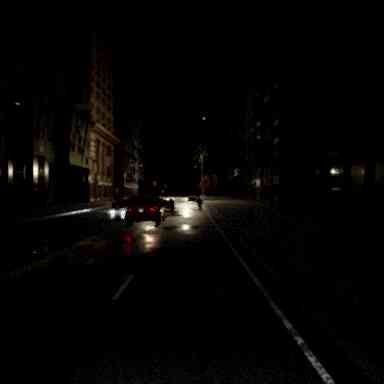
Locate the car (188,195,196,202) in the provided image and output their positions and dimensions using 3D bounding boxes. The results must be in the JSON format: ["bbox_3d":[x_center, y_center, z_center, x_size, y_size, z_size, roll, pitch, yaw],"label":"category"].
[{"bbox_3d":[0.015,1.437,73.199,1.837,1.490,4.892,0,0,0],"label":"car"}]

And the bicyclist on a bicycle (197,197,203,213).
[{"bbox_3d":[0.902,1.448,36.136,0.582,1.620,1.656,0,0,0],"label":"bicyclist on a bicycle"}]

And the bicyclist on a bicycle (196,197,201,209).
[{"bbox_3d":[0.904,1.444,45.128,0.582,1.620,1.656,0,0,0],"label":"bicyclist on a bicycle"}]

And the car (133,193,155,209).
[{"bbox_3d":[-6.560,1.216,45.911,2.150,2.045,5.566,0,0,0],"label":"car"}]

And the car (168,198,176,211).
[{"bbox_3d":[-3.143,1.484,41.503,2.128,1.511,4.902,0,0,0],"label":"car"}]

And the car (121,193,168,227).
[{"bbox_3d":[-3.146,1.222,23.212,2.150,2.045,5.566,0,0,0],"label":"car"}]

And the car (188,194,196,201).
[{"bbox_3d":[0.017,1.368,83.749,1.882,1.535,5.008,0,0,0],"label":"car"}]

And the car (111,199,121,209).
[{"bbox_3d":[-9.812,1.592,46.047,1.895,1.301,4.718,0,0,0],"label":"car"}]
